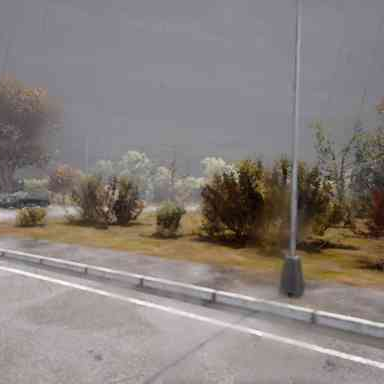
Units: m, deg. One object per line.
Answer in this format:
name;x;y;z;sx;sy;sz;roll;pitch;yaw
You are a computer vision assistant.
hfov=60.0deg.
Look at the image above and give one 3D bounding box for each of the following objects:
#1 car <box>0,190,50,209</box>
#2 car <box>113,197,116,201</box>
car;-18.121;0.851;36.289;2.150;2.045;5.566;2;-1;20
car;-13.047;1.801;60.547;2.150;2.045;5.566;2;-2;20
